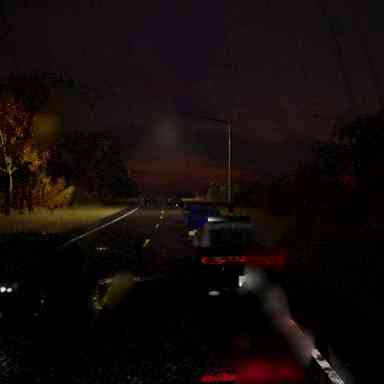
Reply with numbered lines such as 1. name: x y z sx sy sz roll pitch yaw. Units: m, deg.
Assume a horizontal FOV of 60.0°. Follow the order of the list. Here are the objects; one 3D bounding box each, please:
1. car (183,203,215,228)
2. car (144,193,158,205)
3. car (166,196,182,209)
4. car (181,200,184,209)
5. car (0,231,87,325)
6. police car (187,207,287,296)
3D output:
1. car: 0.645 1.472 18.725 1.882 1.535 5.008 0 0 -2
2. car: -7.380 1.187 60.165 2.150 2.045 5.566 0 0 -7
3. car: -2.191 1.483 45.630 1.837 1.490 4.892 0 0 -5
4. car: 0.363 1.514 24.752 1.812 1.442 4.674 0 0 -3
5. car: -3.705 1.563 7.052 1.994 1.385 4.181 0 0 -1
6. police car: 0.949 1.424 8.784 1.930 1.638 5.238 0 0 -1
